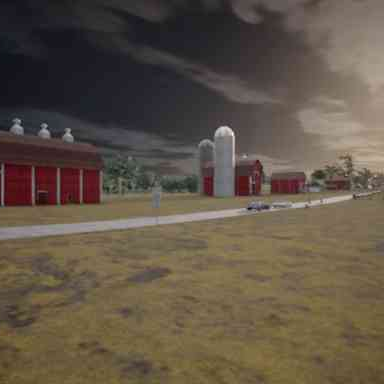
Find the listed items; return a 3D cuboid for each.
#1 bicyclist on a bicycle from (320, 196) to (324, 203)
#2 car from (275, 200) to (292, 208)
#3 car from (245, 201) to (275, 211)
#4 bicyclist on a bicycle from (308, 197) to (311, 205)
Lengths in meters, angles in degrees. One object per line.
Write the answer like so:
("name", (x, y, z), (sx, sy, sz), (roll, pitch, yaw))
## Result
("bicyclist on a bicycle", (28.278, 1.636, 72.726), (0.866, 1.612, 1.509), (0, 1, 35))
("car", (15.041, 1.965, 55.348), (1.895, 1.301, 4.718), (0, 0, 35))
("car", (9.514, 1.947, 47.458), (2.033, 1.411, 5.357), (0, 0, 36))
("bicyclist on a bicycle", (23.081, 1.747, 65.387), (0.582, 1.620, 1.656), (0, 0, 35))
